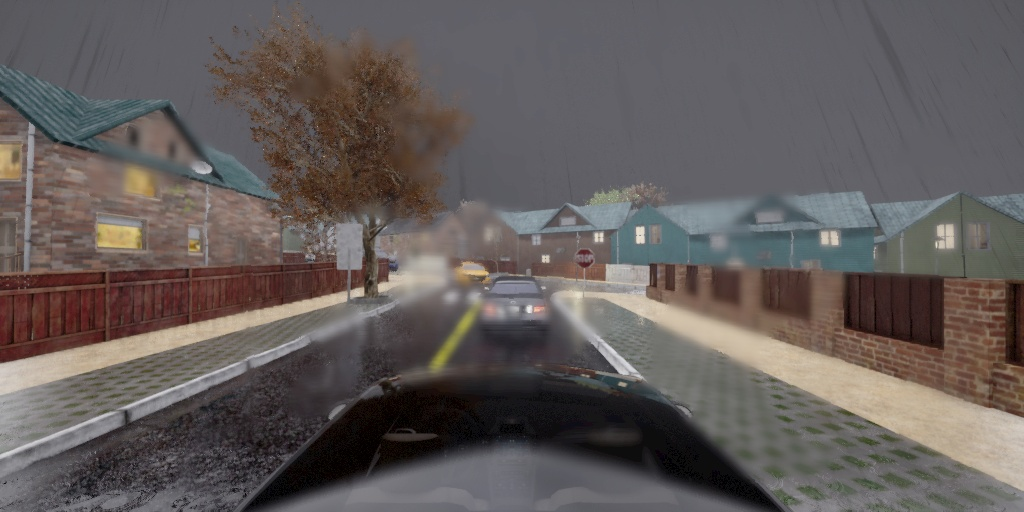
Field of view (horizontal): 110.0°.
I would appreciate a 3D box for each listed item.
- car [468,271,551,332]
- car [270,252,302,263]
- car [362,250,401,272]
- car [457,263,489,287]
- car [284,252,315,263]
[{"bbox_3d":[0.116,1.302,10.822,2.033,1.411,5.357,0,0,1],"label":"car"},{"bbox_3d":[-31.949,0.195,50.628,4.718,1.301,1.895,2,0,32],"label":"car"},{"bbox_3d":[-13.495,0.496,35.585,5.566,2.045,2.150,2,0,32],"label":"car"},{"bbox_3d":[-2.760,1.242,25.196,1.882,1.535,5.008,1,0,-14],"label":"car"},{"bbox_3d":[-25.274,0.334,42.978,4.892,1.490,1.837,2,-1,32],"label":"car"}]
